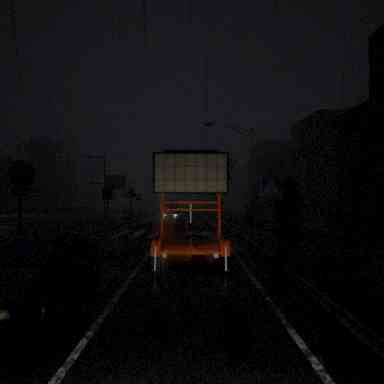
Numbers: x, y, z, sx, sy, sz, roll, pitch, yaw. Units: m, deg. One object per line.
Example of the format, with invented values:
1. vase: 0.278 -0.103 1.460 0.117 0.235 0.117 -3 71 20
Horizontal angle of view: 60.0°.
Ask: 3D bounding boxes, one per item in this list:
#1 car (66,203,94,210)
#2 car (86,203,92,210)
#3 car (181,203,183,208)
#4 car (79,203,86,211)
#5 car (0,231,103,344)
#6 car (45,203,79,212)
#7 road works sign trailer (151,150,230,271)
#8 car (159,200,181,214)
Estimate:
1. car: -21.870 2.823 65.036 4.674 1.452 2.002 0 -1 0
2. car: -21.887 2.706 61.889 5.008 1.535 2.097 0 -1 0
3. car: -3.135 3.389 83.956 1.895 1.301 4.718 0 -1 0
4. car: -21.884 2.627 58.617 4.892 1.521 2.231 0 -1 0
5. car: -3.353 1.576 6.971 2.033 1.411 5.357 0 0 0
6. car: -21.895 2.585 55.341 4.674 1.452 2.002 0 -1 0
7. road works sign trailer: -0.038 0.451 10.772 2.380 3.560 2.880 0 -1 0
8. car: -3.296 2.206 50.655 2.150 2.045 5.566 0 -1 0
